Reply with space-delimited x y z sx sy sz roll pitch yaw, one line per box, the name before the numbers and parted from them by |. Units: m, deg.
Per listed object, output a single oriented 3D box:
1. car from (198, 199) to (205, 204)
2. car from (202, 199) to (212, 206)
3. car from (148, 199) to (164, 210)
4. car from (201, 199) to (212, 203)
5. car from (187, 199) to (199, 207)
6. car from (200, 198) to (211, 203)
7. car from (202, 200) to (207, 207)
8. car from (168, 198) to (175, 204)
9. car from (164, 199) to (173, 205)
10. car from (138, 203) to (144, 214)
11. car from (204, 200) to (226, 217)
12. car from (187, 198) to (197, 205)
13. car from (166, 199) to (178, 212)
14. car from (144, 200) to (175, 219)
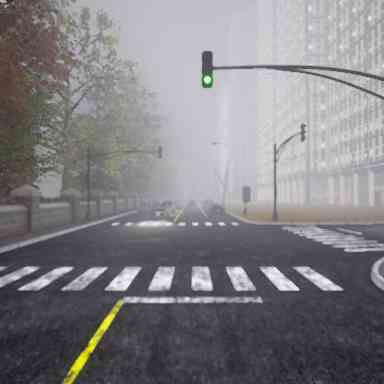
car | 2.687 2.526 92.419 1.802 1.307 4.206 0 -1 0
car | 3.146 2.241 71.409 1.812 1.442 4.674 0 -1 0
car | -5.691 1.961 52.997 1.967 1.590 4.097 0 -1 0
car | 2.689 2.029 47.363 1.947 1.339 4.313 0 -1 0
car | -0.003 2.160 63.800 1.812 1.442 4.674 0 -1 0
car | 3.111 1.993 64.381 2.097 1.767 4.553 0 -1 0
car | 2.690 1.972 41.731 1.947 1.339 4.313 0 -1 0
car | -5.693 2.488 92.419 1.887 1.381 4.507 0 -1 0
car | -5.693 2.365 81.155 1.887 1.381 4.507 0 -1 0
car | -5.691 1.988 41.730 1.802 1.307 4.206 0 -1 0
car | 2.690 1.916 36.099 1.947 1.339 4.313 0 -1 0
car | -0.003 2.151 73.384 2.033 1.411 5.357 0 -1 0
car | -3.099 1.920 42.613 1.837 1.490 4.892 0 -1 0
car | -3.102 1.808 32.795 2.128 1.511 4.902 0 -1 0
